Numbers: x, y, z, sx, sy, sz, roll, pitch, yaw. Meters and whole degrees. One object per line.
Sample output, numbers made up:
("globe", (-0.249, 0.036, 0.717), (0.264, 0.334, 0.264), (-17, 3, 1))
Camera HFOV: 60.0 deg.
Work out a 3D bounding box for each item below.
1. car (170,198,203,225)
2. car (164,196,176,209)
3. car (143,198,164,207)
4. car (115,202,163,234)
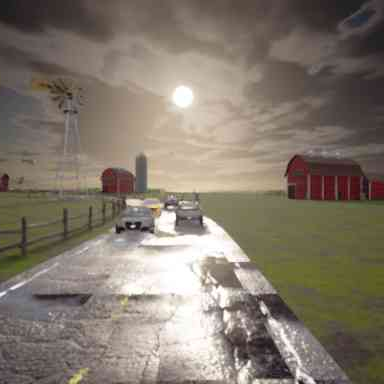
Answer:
("car", (-0.282, 1.398, 23.105), (2.128, 1.511, 4.902), (0, 0, -3))
("car", (-2.773, 1.317, 42.743), (1.837, 1.490, 4.892), (0, 1, -11))
("car", (-3.806, 1.340, 31.367), (1.882, 1.535, 5.008), (0, 0, -6))
("car", (-2.922, 1.491, 18.367), (1.994, 1.385, 4.181), (0, 0, -1))
